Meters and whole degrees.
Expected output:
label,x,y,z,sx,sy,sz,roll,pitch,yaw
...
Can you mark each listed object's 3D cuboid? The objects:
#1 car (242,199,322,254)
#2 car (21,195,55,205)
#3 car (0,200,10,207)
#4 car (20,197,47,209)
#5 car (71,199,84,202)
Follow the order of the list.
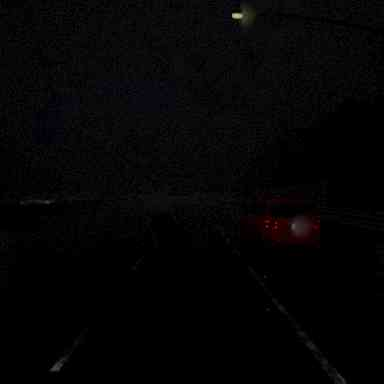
label,x,y,z,sx,sy,sz,roll,pitch,yaw
car,3.506,1.303,13.918,2.150,2.045,5.566,0,0,0
car,-21.047,1.483,46.368,2.150,2.045,5.566,0,-1,1
car,-28.020,1.811,47.072,2.033,1.411,5.357,0,0,1
car,-24.503,1.649,51.564,2.097,1.767,4.553,0,0,0
car,-17.513,1.837,50.739,2.033,1.411,5.357,0,0,0
